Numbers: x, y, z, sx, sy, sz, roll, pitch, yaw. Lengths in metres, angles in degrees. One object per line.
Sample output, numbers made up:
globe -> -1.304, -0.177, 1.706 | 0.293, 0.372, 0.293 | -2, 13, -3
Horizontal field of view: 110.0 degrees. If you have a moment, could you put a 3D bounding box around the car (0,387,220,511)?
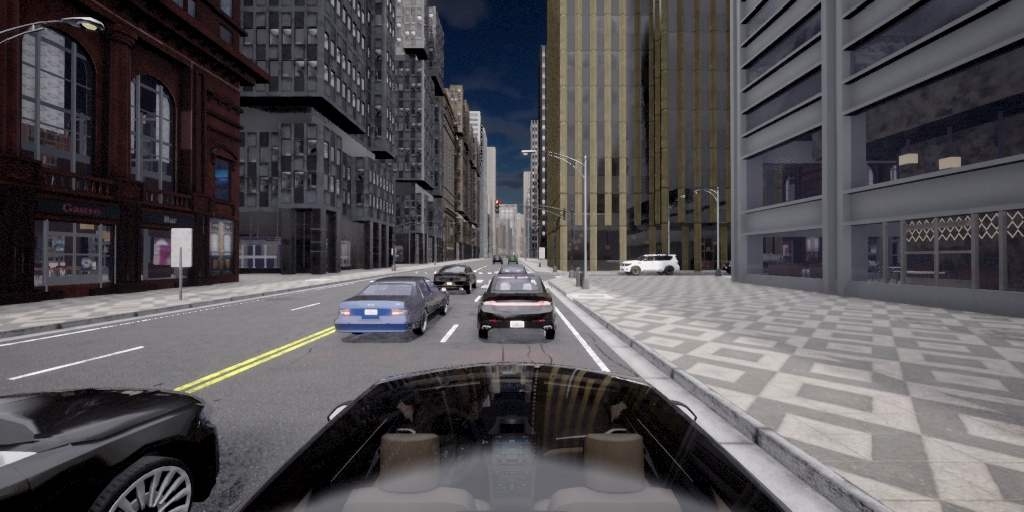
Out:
car -> -3.149, 1.241, 0.736 | 2.128, 1.511, 4.902 | 0, 0, 0

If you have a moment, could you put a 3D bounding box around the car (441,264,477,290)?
car -> -3.102, 1.210, 20.248 | 1.882, 1.535, 5.008 | 0, 0, 0

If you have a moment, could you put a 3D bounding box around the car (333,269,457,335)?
car -> -3.129, 1.293, 10.479 | 2.033, 1.411, 5.357 | 0, 0, 0

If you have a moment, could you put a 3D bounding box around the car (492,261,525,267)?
car -> 0.044, 1.225, 19.489 | 2.128, 1.511, 4.902 | 0, 0, 0

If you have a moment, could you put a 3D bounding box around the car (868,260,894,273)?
car -> 34.779, 1.099, 35.802 | 5.357, 1.411, 2.033 | 0, 0, 0

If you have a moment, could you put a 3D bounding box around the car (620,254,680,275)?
car -> 13.735, 0.859, 35.815 | 5.566, 2.045, 2.150 | 0, 0, 0

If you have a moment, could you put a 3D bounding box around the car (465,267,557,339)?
car -> 0.119, 1.238, 10.059 | 2.128, 1.511, 4.902 | 0, 0, 0

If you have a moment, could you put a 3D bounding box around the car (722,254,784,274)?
car -> 24.162, 0.815, 35.816 | 5.566, 2.045, 2.150 | 0, 0, 0
